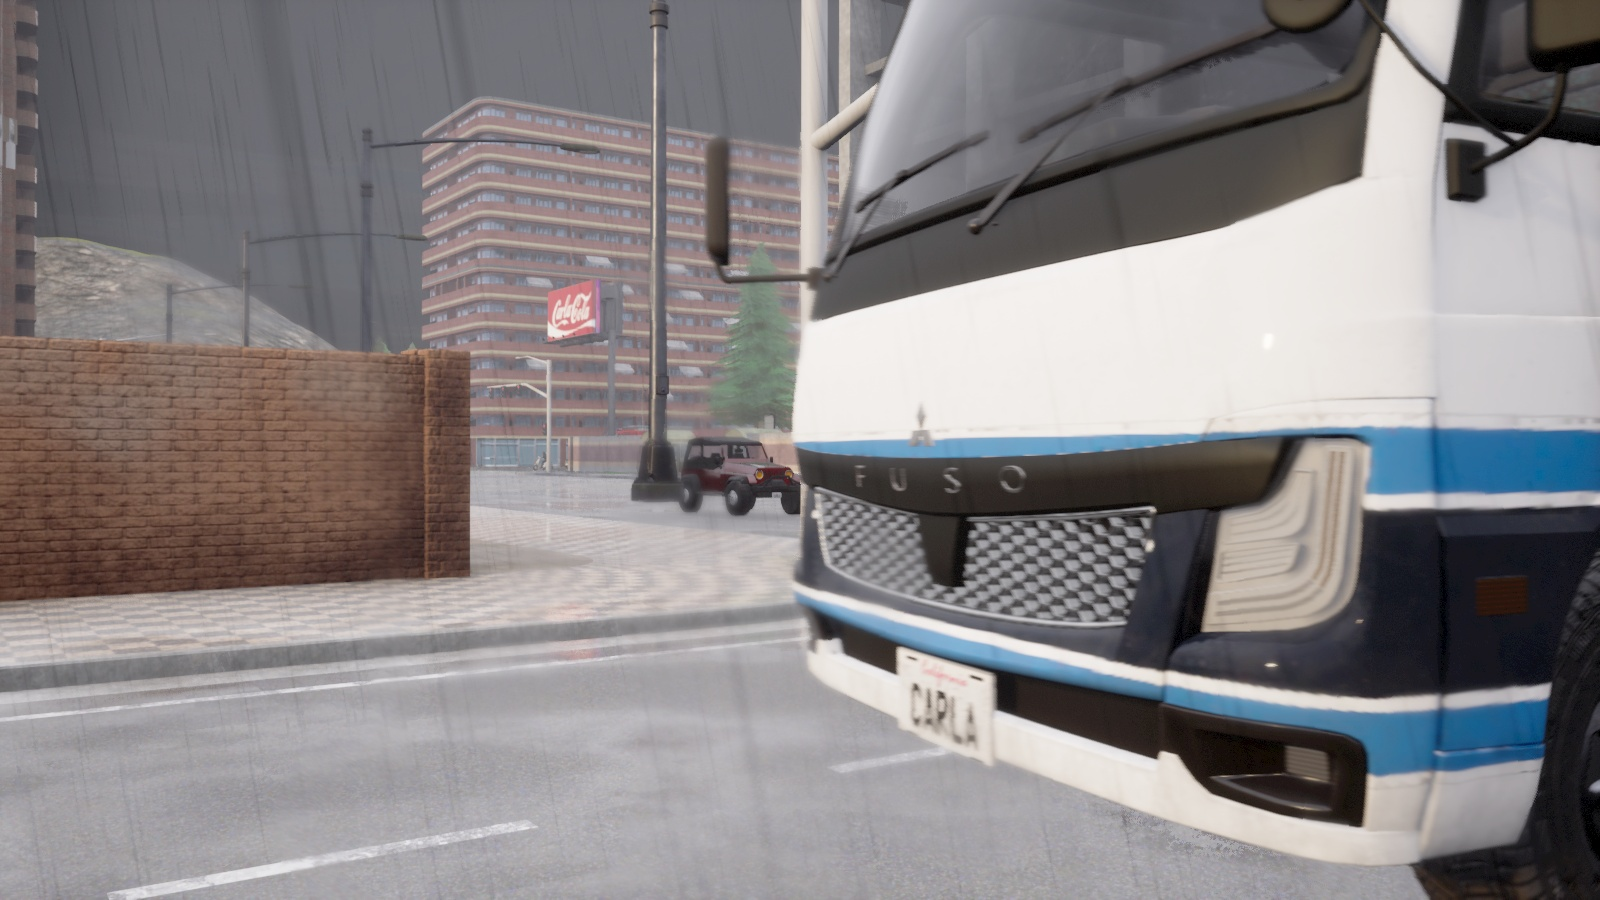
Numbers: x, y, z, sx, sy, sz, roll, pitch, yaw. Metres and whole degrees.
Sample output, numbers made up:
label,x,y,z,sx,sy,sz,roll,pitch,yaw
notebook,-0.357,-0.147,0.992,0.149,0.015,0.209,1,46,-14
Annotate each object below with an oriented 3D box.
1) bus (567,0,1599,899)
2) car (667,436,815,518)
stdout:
label,x,y,z,sx,sy,sz,roll,pitch,yaw
bus,4.444,-0.627,5.954,10.273,4.253,3.944,0,0,-24
car,-1.512,0.618,30.884,1.905,1.878,3.866,0,0,-34
